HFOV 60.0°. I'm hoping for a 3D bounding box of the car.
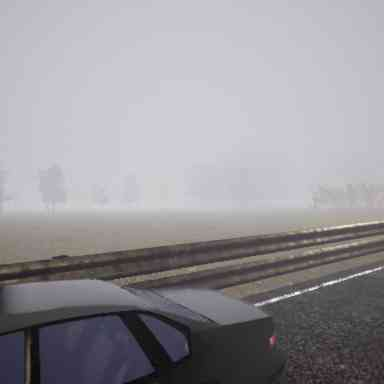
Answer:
[{"bbox_3d":[-1.538,1.547,2.581,5.357,1.411,2.033,0,0,-37],"label":"car"}]
